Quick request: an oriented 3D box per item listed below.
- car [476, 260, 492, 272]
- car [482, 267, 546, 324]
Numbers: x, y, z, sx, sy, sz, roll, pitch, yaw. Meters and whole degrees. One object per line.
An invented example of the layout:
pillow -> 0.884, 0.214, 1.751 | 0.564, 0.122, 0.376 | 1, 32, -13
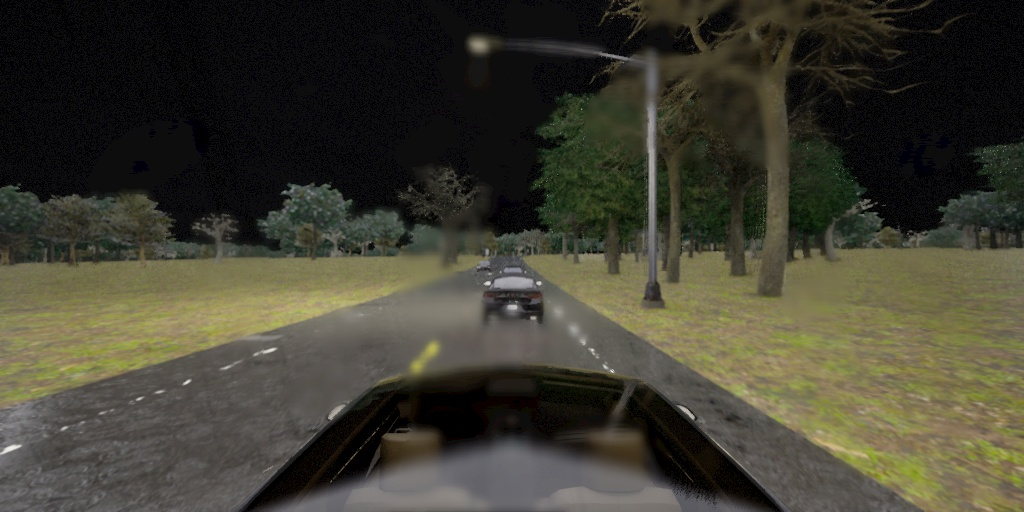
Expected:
car -> -3.588, 1.337, 47.342 | 1.837, 1.490, 4.892 | 0, 0, 0
car -> 0.068, 1.323, 12.475 | 1.882, 1.535, 5.008 | 0, 0, 0
